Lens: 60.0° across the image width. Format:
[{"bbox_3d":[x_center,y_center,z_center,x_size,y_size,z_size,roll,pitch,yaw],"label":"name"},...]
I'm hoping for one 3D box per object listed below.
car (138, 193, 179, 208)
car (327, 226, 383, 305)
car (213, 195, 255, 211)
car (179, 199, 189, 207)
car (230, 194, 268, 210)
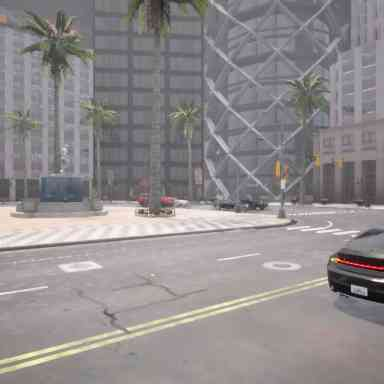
[{"bbox_3d":[-5.187,1.219,48.658,5.566,2.045,2.150,0,0,25],"label":"car"},{"bbox_3d":[4.956,1.505,7.331,4.892,1.490,1.837,0,0,-35],"label":"car"},{"bbox_3d":[4.752,1.492,40.427,2.128,1.511,4.902,0,0,-42],"label":"car"},{"bbox_3d":[-2.666,1.526,51.147,4.674,1.442,1.812,0,0,28],"label":"car"},{"bbox_3d":[7.121,1.221,43.111,2.150,2.045,5.566,0,0,-41],"label":"car"}]
